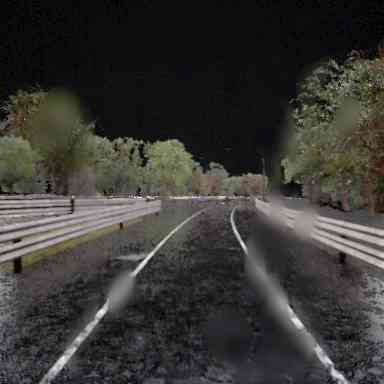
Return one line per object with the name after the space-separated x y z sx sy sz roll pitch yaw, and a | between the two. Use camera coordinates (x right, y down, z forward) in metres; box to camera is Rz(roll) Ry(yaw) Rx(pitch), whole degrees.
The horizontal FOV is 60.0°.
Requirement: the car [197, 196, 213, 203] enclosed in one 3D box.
2.839 1.738 74.647 2.033 1.411 5.357 0 -1 21 | car

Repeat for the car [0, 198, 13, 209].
-14.738 1.153 28.136 1.994 1.385 4.181 0 -1 21 | car

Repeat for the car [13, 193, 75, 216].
-11.499 0.950 26.803 2.097 1.767 4.553 0 -1 21 | car

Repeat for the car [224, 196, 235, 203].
9.131 1.819 81.456 1.837 1.490 4.892 0 -1 21 | car

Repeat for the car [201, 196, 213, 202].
4.002 1.827 87.715 1.882 1.535 5.008 0 -1 21 | car
